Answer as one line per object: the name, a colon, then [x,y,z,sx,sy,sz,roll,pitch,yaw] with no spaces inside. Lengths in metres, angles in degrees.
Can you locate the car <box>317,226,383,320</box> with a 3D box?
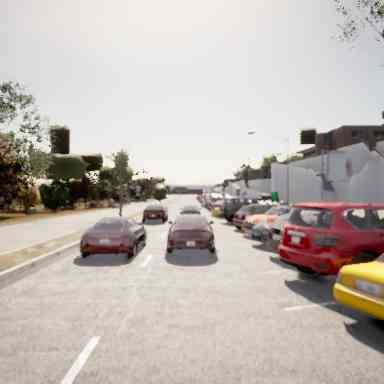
car: [5.231,1.543,6.202,5.366,1.575,1.946,1,-1,-20]

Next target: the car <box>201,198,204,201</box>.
car: [4.752,2.280,60.170,4.792,1.488,2.163,1,-1,-20]

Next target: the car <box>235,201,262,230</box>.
car: [5.021,1.529,18.150,4.553,1.767,2.185,1,0,-20]

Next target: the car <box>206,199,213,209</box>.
car: [4.702,1.877,36.075,5.366,1.575,1.946,1,-1,-20]

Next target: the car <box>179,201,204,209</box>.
car: [-0.129,1.820,28.935,1.812,1.442,4.674,0,-1,0]

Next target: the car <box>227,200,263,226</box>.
car: [4.940,1.560,21.135,4.553,1.767,2.185,1,-1,-20]

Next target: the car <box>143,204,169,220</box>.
car: [-3.128,1.778,29.272,1.882,1.535,5.008,0,-1,0]

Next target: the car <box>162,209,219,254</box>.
car: [-0.035,1.651,13.924,1.812,1.442,4.674,0,0,0]

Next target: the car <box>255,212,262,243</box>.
car: [5.050,1.626,12.154,4.792,1.488,2.163,1,-1,-20]

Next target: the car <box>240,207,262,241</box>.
car: [5.013,1.626,15.139,4.892,1.521,2.231,1,0,-20]

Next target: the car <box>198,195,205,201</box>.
car: [4.736,2.032,63.172,5.566,2.045,2.435,1,-1,-20]

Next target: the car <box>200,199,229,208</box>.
car: [4.518,2.304,66.095,5.366,1.575,1.946,1,0,-20]

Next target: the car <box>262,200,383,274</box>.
car: [5.071,1.318,9.154,5.566,2.045,2.435,1,-1,-20]

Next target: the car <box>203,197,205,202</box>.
car: [4.796,2.048,54.159,4.553,1.767,2.185,1,-1,-20]

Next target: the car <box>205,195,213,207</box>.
car: [4.836,1.679,39.131,5.566,2.045,2.435,1,-1,-20]

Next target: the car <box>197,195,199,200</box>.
car: [4.629,2.099,72.151,5.566,2.045,2.435,1,0,-20]

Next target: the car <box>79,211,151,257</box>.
car: [-3.033,1.687,13.518,1.994,1.385,4.181,0,0,0]

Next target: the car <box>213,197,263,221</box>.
car: [4.959,1.507,27.163,5.566,2.045,2.435,1,-1,-20]
